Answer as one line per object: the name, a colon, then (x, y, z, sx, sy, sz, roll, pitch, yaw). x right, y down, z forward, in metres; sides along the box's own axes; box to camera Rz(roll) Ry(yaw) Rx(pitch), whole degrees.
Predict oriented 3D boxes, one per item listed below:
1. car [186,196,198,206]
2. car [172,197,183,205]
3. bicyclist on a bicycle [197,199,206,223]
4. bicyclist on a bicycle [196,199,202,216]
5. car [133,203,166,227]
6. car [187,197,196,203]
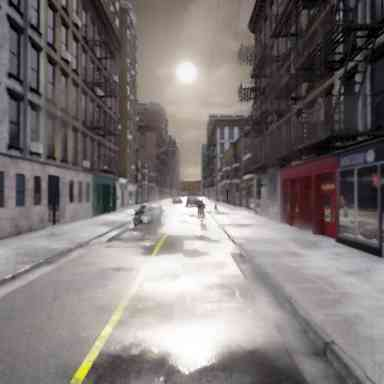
car: (0.038, 1.469, 57.163, 2.097, 1.767, 4.553, 0, 0, 0)
car: (-2.815, 1.685, 64.027, 1.994, 1.385, 4.181, 0, 0, 1)
bicyclist on a bicycle: (0.738, 1.429, 24.836, 0.659, 1.776, 1.843, 0, 0, 0)
bicyclist on a bicycle: (0.731, 1.529, 33.664, 0.582, 1.620, 1.656, 0, 0, 0)
car: (-2.865, 1.546, 23.098, 2.128, 1.511, 4.902, 0, 0, 0)
car: (-0.055, 1.738, 74.629, 1.895, 1.301, 4.718, 0, 0, 0)
